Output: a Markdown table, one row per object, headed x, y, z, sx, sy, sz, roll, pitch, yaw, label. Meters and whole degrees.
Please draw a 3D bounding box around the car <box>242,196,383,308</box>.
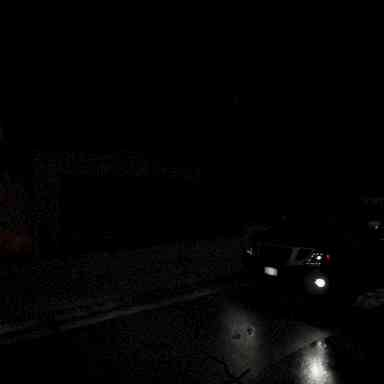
| x | y | z | sx | sy | sz | roll | pitch | yaw | label |
| --- | --- | --- | --- | --- | --- | --- | --- | --- | --- |
| 3.725 | 1.164 | 8.224 | 5.566 | 2.045 | 2.150 | -1 | 0 | -38 | car |
